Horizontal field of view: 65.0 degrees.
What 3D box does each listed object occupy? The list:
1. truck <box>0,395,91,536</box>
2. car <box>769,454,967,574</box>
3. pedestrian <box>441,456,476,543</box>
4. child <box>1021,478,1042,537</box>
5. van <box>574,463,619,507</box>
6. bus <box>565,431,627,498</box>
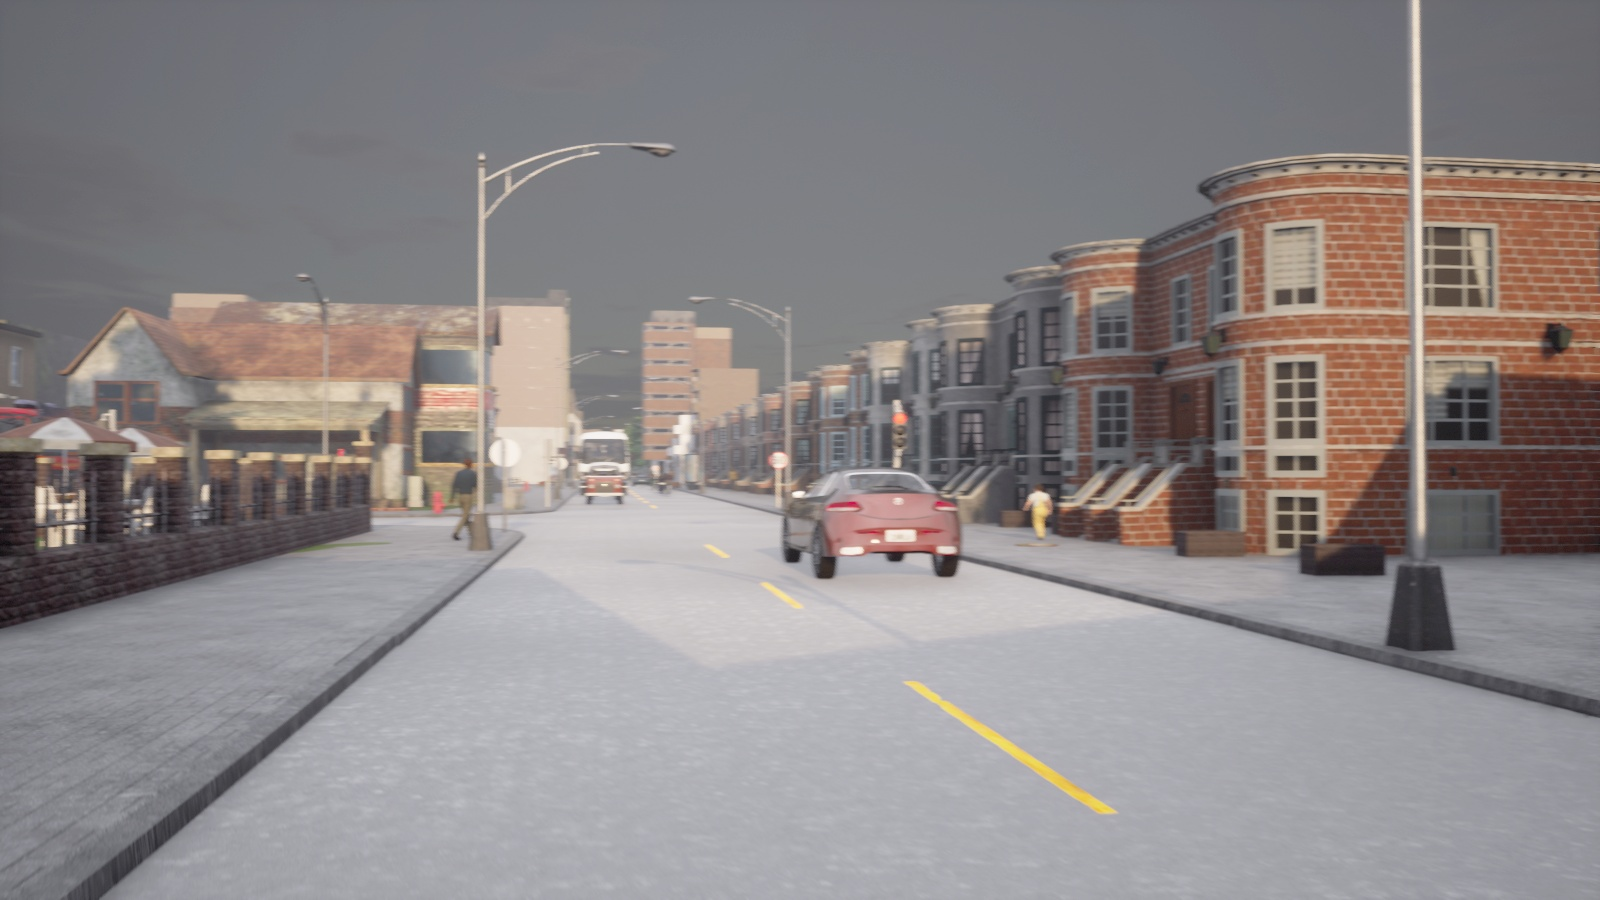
[{"bbox_3d":[-24.825,0.468,34.891,8.468,3.827,2.891,0,-1,-11],"label":"truck"},{"bbox_3d":[0.905,0.931,20.102,2.152,1.651,5.027,0,-1,-9],"label":"car"},{"bbox_3d":[-7.289,1.047,26.826,0.370,1.835,0.726,-1,-1,18],"label":"pedestrian"},{"bbox_3d":[4.957,1.222,26.878,0.270,1.263,0.437,0,-1,-13],"label":"child"},{"bbox_3d":[-9.872,1.673,60.989,2.069,2.038,4.480,0,-1,-9],"label":"van"},{"bbox_3d":[-13.933,1.034,85.696,3.944,4.253,10.273,0,-1,-9],"label":"bus"}]
